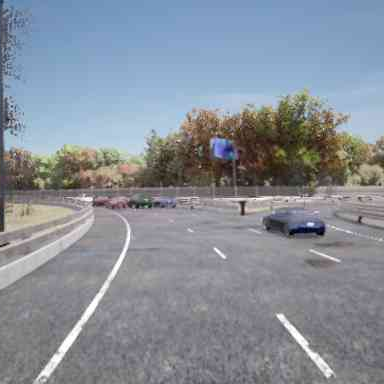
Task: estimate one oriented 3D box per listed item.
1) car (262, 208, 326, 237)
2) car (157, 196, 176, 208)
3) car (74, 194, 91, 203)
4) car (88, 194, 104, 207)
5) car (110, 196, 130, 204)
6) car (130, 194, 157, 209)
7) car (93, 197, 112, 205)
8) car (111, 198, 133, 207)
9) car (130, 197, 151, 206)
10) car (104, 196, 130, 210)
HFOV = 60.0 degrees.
[{"bbox_3d":[5.368,1.531,17.983,1.994,1.385,4.181,0,0,-10],"label":"car"},{"bbox_3d":[-4.109,1.376,48.368,2.097,1.767,4.553,0,0,-26],"label":"car"},{"bbox_3d":[-19.949,1.383,61.470,2.150,2.045,5.566,0,0,-38],"label":"car"},{"bbox_3d":[-14.470,1.570,52.963,1.882,1.535,5.008,0,0,-33],"label":"car"},{"bbox_3d":[-14.224,1.594,65.503,1.812,1.442,4.674,0,0,-38],"label":"car"},{"bbox_3d":[-7.249,1.266,46.850,2.150,2.045,5.566,0,0,-26],"label":"car"},{"bbox_3d":[-17.076,1.686,63.475,1.994,1.385,4.181,0,0,-38],"label":"car"},{"bbox_3d":[-11.668,1.675,55.125,1.895,1.301,4.718,0,0,-33],"label":"car"},{"bbox_3d":[-8.962,1.620,57.410,1.994,1.385,4.181,0,0,-33],"label":"car"},{"bbox_3d":[-10.228,1.591,44.950,1.812,1.442,4.674,0,0,-26],"label":"car"}]
